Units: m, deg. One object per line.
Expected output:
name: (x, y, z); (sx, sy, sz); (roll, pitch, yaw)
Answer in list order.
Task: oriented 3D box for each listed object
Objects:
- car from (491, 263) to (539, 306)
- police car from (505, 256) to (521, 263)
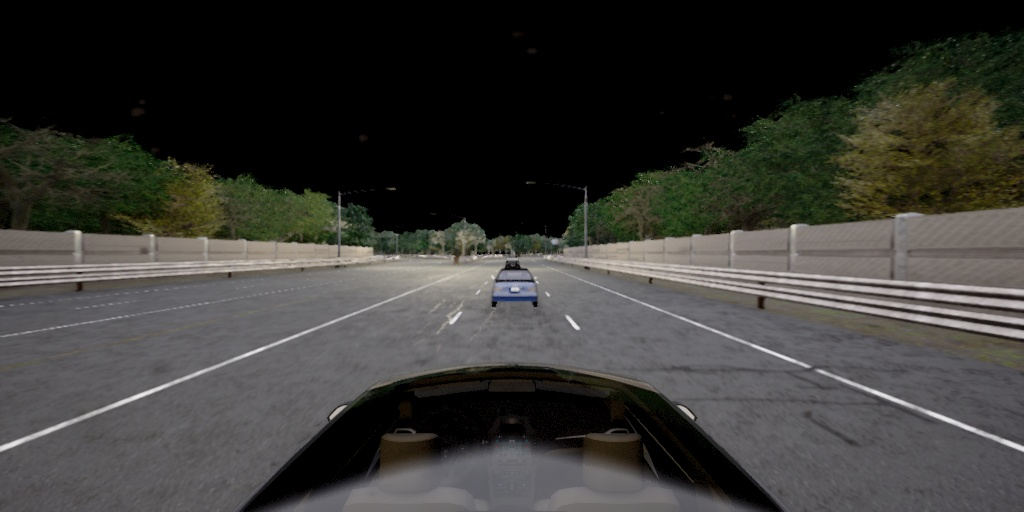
car: (0.103, 1.195, 15.145); (2.033, 1.411, 5.357); (0, 0, 0)
police car: (0.091, 0.834, 45.906); (1.930, 1.638, 5.238); (0, 0, 0)
